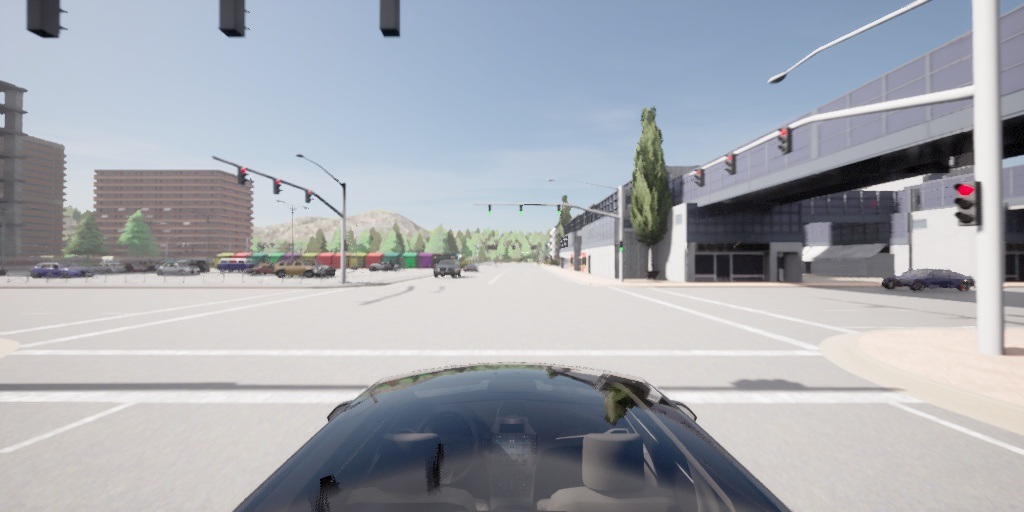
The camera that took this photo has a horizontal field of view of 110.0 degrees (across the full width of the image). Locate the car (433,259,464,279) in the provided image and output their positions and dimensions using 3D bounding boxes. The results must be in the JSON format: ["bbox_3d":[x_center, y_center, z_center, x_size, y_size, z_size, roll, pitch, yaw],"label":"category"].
[{"bbox_3d":[-7.045,1.387,39.494,2.150,2.045,5.566,0,-1,1],"label":"car"}]

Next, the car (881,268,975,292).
[{"bbox_3d":[26.272,1.492,22.699,4.674,1.442,1.812,0,-1,0],"label":"car"}]

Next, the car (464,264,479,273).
[{"bbox_3d":[-6.504,1.922,57.074,1.994,1.385,4.181,0,-1,2],"label":"car"}]
